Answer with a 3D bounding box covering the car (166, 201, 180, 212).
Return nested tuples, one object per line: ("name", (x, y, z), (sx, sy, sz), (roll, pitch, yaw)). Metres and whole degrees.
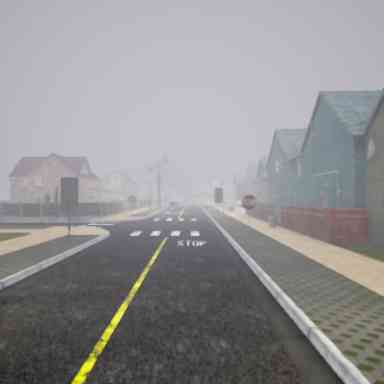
("car", (-2.769, 2.139, 49.993), (1.812, 1.442, 4.674), (0, 0, 0))
